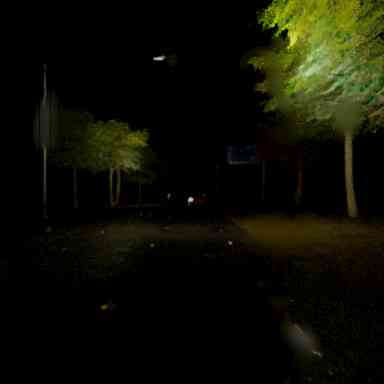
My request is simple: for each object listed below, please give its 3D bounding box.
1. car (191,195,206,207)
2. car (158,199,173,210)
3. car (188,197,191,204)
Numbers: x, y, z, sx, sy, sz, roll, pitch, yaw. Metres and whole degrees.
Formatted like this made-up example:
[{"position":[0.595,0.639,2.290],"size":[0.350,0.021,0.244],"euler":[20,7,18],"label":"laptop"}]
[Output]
[{"position":[1.262,1.518,58.191],"size":[2.150,2.045,5.566],"euler":[0,-1,0],"label":"car"},{"position":[-3.556,1.732,45.737],"size":[2.033,1.411,5.357],"euler":[0,0,0],"label":"car"},{"position":[0.048,1.975,77.030],"size":[1.812,1.442,4.674],"euler":[0,-1,0],"label":"car"}]
